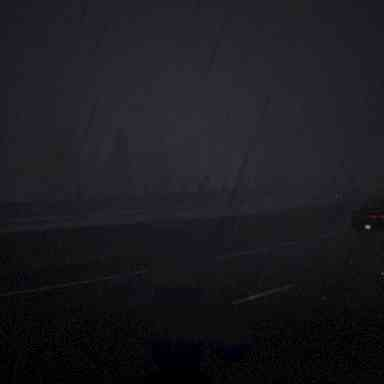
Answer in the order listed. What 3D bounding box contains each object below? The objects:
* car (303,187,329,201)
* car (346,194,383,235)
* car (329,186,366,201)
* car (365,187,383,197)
[{"bbox_3d":[14.361,0.183,37.060,4.674,1.442,1.812,-4,2,-37],"label":"car"},{"bbox_3d":[9.196,1.092,15.250,4.902,1.511,2.128,-4,2,-37],"label":"car"},{"bbox_3d":[16.643,0.142,34.401,4.892,1.490,1.837,-4,2,-37],"label":"car"},{"bbox_3d":[18.707,0.197,31.573,4.181,1.385,1.994,-4,2,-37],"label":"car"}]
